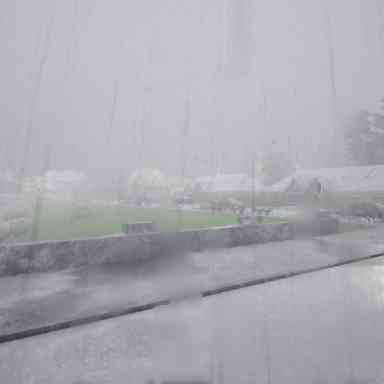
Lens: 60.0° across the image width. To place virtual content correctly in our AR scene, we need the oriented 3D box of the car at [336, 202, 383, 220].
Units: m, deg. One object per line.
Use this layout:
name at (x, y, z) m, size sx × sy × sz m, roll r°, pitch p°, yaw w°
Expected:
car at (14.718, 1.547, 27.445) m, size 2.033 × 1.411 × 5.357 m, roll 0°, pitch 0°, yaw -36°

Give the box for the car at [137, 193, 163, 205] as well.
car at (-7.737, 1.215, 59.109) m, size 2.150 × 2.045 × 5.566 m, roll 0°, pitch 0°, yaw -35°

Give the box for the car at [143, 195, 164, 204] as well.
car at (-7.606, 1.478, 65.827) m, size 1.882 × 1.535 × 5.008 m, roll 0°, pitch 0°, yaw -35°

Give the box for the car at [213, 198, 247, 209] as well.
car at (4.669, 1.504, 41.523) m, size 1.837 × 1.490 × 4.892 m, roll 0°, pitch 0°, yaw -35°

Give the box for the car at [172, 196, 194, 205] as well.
car at (-1.684, 1.478, 57.590) m, size 1.882 × 1.535 × 5.008 m, roll 0°, pitch 0°, yaw -35°
